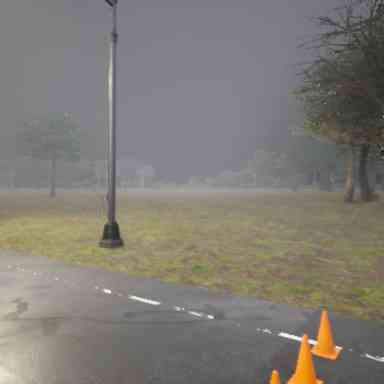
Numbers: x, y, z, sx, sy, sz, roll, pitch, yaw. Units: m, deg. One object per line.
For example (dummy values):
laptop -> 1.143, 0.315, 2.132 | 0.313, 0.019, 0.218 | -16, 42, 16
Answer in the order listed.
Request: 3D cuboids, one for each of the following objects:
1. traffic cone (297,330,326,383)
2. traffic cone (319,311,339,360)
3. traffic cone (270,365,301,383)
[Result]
traffic cone -> 1.348, 2.006, 3.978 | 0.340, 0.580, 0.340 | 0, -1, 34
traffic cone -> 1.913, 2.018, 4.804 | 0.340, 0.580, 0.340 | 0, -1, 34
traffic cone -> 0.784, 1.995, 3.153 | 0.340, 0.580, 0.340 | 0, -1, 34
